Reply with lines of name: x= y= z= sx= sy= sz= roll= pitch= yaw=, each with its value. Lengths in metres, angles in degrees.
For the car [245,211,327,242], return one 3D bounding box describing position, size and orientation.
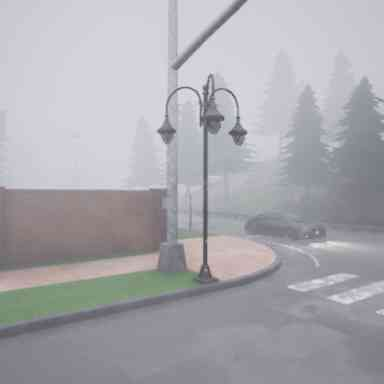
car: x=4.680 y=1.675 z=17.062 sx=1.994 sy=1.385 sz=4.181 roll=0 pitch=0 yaw=-34
